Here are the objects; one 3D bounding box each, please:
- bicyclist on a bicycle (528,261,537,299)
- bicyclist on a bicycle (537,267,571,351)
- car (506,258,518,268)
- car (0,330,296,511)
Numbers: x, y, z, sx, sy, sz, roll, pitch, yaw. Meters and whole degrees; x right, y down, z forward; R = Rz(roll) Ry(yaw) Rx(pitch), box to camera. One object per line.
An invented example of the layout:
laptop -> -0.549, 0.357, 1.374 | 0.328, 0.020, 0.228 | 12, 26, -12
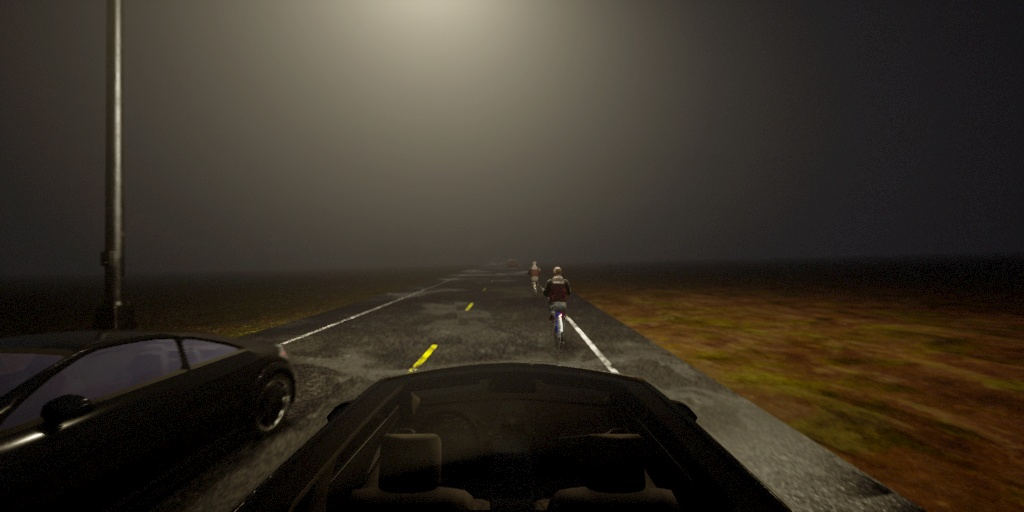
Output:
bicyclist on a bicycle -> 1.050, 1.124, 17.053 | 0.659, 1.776, 1.843 | 0, 0, 0
bicyclist on a bicycle -> 1.003, 1.122, 8.085 | 0.659, 1.776, 1.843 | 0, 0, 0
car -> 0.062, 1.273, 62.310 | 1.882, 1.535, 5.008 | 0, 0, -1
car -> -3.588, 1.314, 2.599 | 1.994, 1.385, 4.181 | 0, 0, 0
